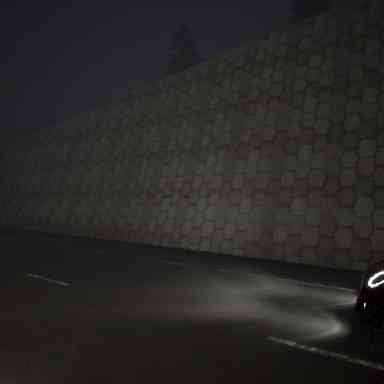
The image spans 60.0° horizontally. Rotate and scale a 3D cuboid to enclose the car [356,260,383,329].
[{"bbox_3d":[4.916,1.356,4.770,4.553,1.767,2.097,0,0,36],"label":"car"}]
